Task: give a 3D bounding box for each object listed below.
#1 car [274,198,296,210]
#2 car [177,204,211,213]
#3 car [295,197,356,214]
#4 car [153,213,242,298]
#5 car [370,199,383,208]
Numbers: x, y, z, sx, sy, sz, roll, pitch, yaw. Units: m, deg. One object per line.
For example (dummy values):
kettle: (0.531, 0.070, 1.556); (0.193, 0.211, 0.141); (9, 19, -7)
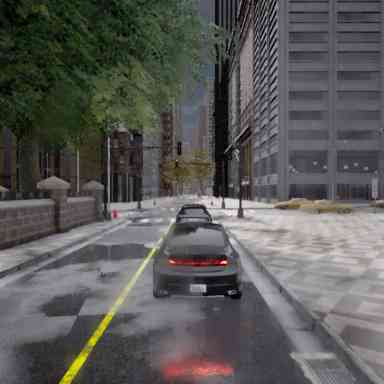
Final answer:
car: (12.111, 1.326, 39.054); (4.829, 1.417, 1.752); (-1, 1, 0)
car: (0.101, 1.439, 18.601); (2.033, 1.649, 4.856); (0, 0, 1)
car: (12.411, 1.339, 30.527); (4.829, 1.417, 1.752); (-1, 1, 0)
car: (0.114, 1.507, 8.471); (1.837, 1.490, 4.892); (0, 0, 0)
car: (23.452, 1.141, 38.988); (4.829, 1.417, 1.752); (-1, 1, 0)
